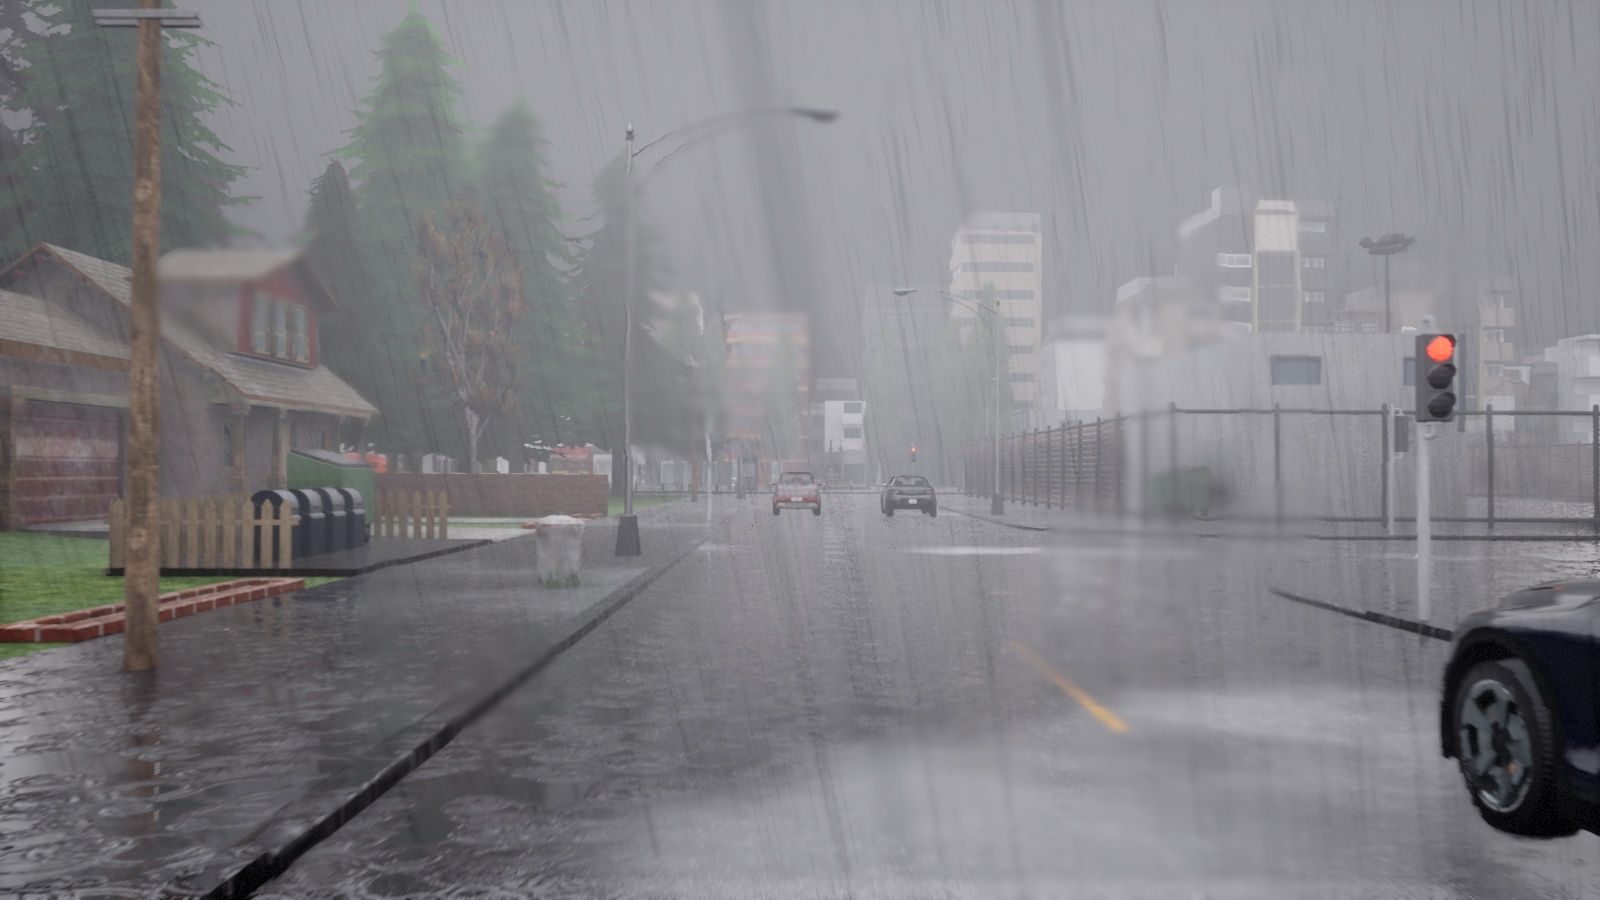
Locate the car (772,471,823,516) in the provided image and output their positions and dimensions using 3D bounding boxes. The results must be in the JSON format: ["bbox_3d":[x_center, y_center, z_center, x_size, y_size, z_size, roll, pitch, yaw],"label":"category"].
[{"bbox_3d":[-0.110,1.557,45.586,1.789,1.549,3.705,0,-1,-1],"label":"car"}]

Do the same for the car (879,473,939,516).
[{"bbox_3d":[3.896,1.574,45.492,1.816,1.474,4.193,0,-1,0],"label":"car"}]

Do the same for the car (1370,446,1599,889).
[{"bbox_3d":[3.999,0.797,4.082,2.033,1.649,4.856,0,-1,-1],"label":"car"}]

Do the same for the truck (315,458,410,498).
[{"bbox_3d":[-28.100,1.794,80.868,5.204,2.467,2.627,0,-1,0],"label":"truck"}]
